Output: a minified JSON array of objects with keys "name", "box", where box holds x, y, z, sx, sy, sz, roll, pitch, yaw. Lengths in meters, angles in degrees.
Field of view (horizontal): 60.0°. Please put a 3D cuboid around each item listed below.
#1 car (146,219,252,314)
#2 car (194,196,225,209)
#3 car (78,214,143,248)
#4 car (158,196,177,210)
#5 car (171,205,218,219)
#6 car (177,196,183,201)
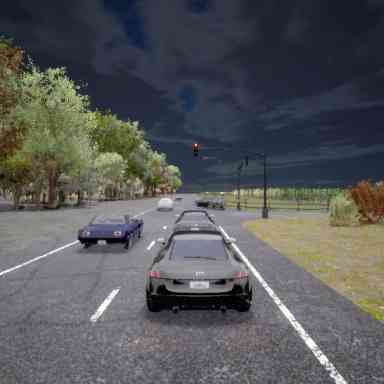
[{"name":"car","box":[0.118,1.566,7.719,1.994,1.385,4.181,0,0,0]},{"name":"car","box":[2.280,1.371,44.536,2.097,1.767,4.553,0,1,-37]},{"name":"car","box":[-3.370,1.604,14.758,1.895,1.301,4.718,0,0,0]},{"name":"car","box":[-3.313,1.532,42.330,1.812,1.442,4.674,0,0,0]},{"name":"car","box":[0.132,1.568,16.119,1.994,1.385,4.181,0,0,0]},{"name":"car","box":[-3.322,1.594,87.386,1.895,1.301,4.718,0,0,0]}]
